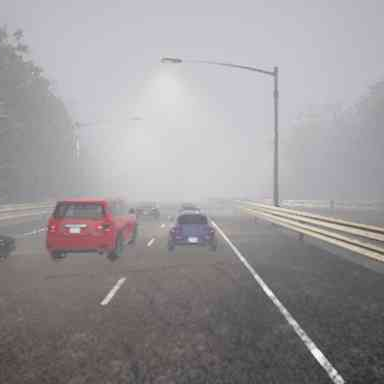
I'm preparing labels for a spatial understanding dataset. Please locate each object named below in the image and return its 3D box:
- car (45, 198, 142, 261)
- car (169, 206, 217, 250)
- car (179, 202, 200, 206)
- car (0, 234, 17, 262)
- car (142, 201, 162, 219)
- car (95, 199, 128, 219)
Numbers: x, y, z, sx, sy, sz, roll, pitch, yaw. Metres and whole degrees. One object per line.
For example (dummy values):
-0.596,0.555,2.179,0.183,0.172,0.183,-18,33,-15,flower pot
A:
-3.470,1.224,12.493,2.150,2.045,5.566,0,0,0,car
0.012,1.529,14.115,1.812,1.442,4.674,0,0,0,car
-0.219,1.582,29.397,1.994,1.385,4.181,0,0,-1,car
-6.944,1.550,9.019,2.033,1.411,5.357,0,0,0,car
-3.709,1.510,28.901,2.128,1.511,4.902,0,0,-1,car
-7.239,1.499,30.447,1.882,1.535,5.008,0,0,-1,car
